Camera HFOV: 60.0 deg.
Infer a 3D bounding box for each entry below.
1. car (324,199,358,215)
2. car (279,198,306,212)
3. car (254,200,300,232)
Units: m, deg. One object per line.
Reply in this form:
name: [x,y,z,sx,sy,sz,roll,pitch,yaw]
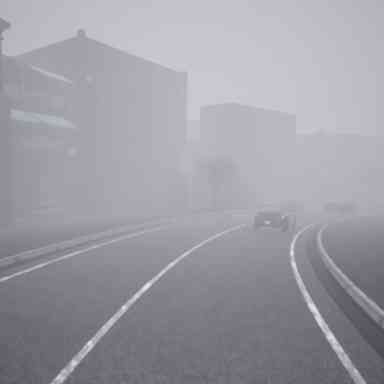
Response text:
car: [15.352,1.485,34.024,5.008,1.535,1.882,1,3,-45]
car: [9.667,1.281,33.514,2.033,1.411,5.357,5,3,41]
car: [4.927,1.428,19.518,1.812,1.442,4.674,2,1,25]
